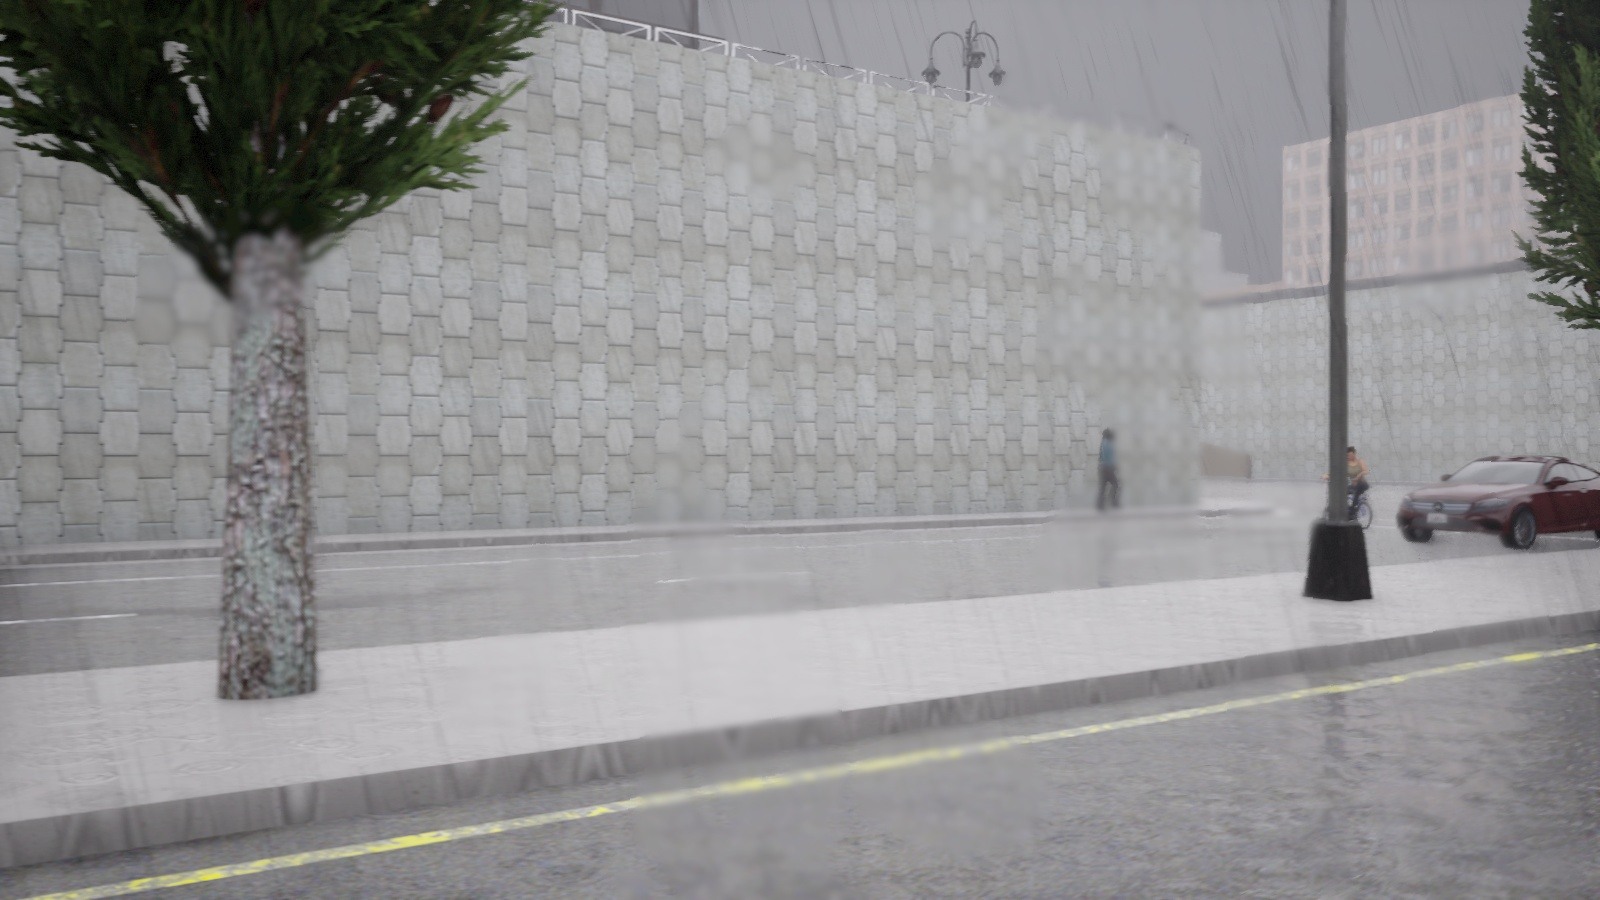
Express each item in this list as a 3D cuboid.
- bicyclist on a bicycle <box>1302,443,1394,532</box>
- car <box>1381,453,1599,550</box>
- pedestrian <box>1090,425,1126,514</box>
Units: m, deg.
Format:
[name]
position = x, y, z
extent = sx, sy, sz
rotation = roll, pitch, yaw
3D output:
[bicyclist on a bicycle]
position = 10.408, 0.693, 23.851
extent = 1.509, 1.612, 0.866
rotation = -1, 0, -32
[car]
position = 11.811, 0.771, 20.695
extent = 4.674, 1.442, 1.812
rotation = 0, 0, -33
[pedestrian]
position = 6.779, 0.427, 27.628
extent = 0.692, 1.930, 0.396
rotation = 0, 0, 26
